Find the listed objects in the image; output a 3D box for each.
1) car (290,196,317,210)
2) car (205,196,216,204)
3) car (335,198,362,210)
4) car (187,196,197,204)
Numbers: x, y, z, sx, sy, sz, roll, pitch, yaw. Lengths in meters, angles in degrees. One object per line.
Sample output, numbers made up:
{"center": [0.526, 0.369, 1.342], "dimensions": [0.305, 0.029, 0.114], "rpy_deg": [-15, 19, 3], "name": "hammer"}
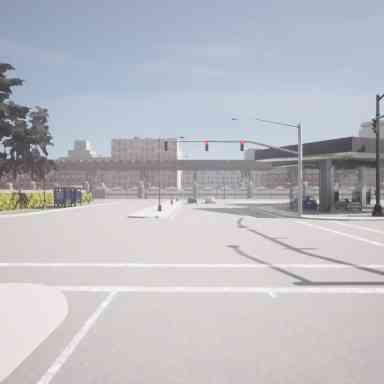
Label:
{"center": [13.248, 1.295, 39.767], "dimensions": [2.242, 1.667, 4.611], "rpy_deg": [0, 0, 0], "name": "car"}
{"center": [3.561, 1.526, 64.451], "dimensions": [1.812, 1.442, 4.674], "rpy_deg": [0, 0, 0], "name": "car"}
{"center": [18.994, 1.456, 40.524], "dimensions": [1.970, 1.475, 3.806], "rpy_deg": [0, 0, 0], "name": "car"}
{"center": [0.061, 1.547, 64.454], "dimensions": [2.033, 1.411, 5.357], "rpy_deg": [0, 0, 0], "name": "car"}
